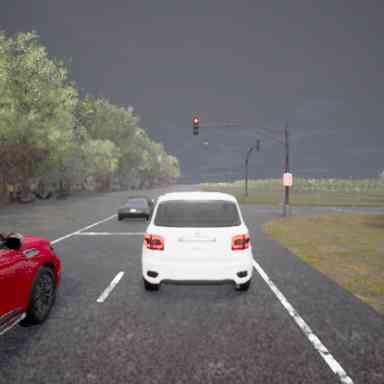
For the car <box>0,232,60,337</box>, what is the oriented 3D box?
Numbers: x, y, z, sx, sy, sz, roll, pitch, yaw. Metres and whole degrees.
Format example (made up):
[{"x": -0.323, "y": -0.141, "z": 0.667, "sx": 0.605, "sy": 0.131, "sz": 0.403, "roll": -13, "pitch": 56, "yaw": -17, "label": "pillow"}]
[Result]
[{"x": -3.400, "y": 1.121, "z": 3.525, "sx": 2.150, "sy": 2.045, "sz": 5.566, "roll": 0, "pitch": 1, "yaw": 0, "label": "car"}]

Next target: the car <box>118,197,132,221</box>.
[{"x": -3.398, "y": 0.986, "z": 21.216, "sx": 1.994, "sy": 1.385, "sz": 4.181, "roll": 0, "pitch": 2, "yaw": 0, "label": "car"}]

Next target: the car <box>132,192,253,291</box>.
[{"x": 0.102, "y": 0.989, "z": 8.471, "sx": 2.150, "sy": 2.045, "sz": 5.566, "roll": 0, "pitch": 2, "yaw": 0, "label": "car"}]
